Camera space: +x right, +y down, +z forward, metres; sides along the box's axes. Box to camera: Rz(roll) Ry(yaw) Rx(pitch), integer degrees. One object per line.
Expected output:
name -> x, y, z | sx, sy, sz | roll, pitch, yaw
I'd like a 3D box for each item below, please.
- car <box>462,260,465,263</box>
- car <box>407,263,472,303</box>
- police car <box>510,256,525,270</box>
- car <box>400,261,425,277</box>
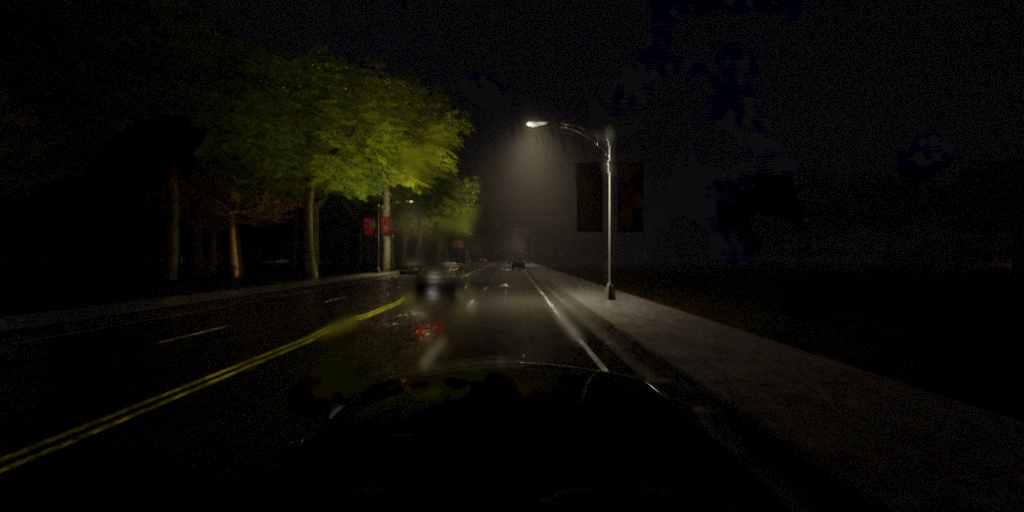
car -> -6.590, 1.365, 38.393 | 1.895, 1.301, 4.718 | 0, 0, 0
car -> -3.151, 1.257, 16.703 | 1.837, 1.490, 4.892 | 0, 0, 0
police car -> 0.971, 1.210, 54.780 | 1.930, 1.638, 5.238 | 0, 0, 0
car -> -9.843, 1.240, 36.313 | 1.882, 1.535, 5.008 | 0, 0, 0
